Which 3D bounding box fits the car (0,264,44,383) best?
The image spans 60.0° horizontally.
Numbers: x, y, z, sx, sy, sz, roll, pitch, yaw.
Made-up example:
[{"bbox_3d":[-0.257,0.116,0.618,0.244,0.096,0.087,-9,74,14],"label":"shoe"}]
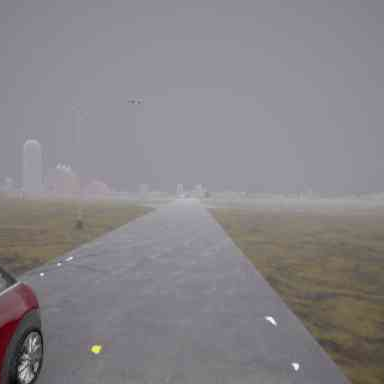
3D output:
[{"bbox_3d":[-2.850,1.354,2.137,2.097,1.767,4.553,0,0,0],"label":"car"}]
